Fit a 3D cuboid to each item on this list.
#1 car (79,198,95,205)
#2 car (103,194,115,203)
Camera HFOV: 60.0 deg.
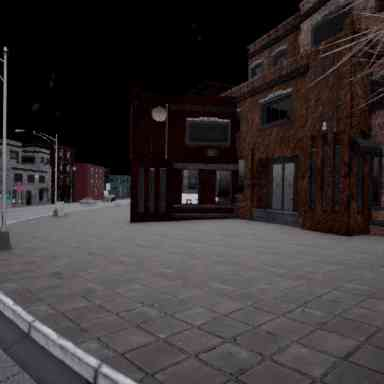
[{"bbox_3d":[-20.771,1.855,65.945,1.895,1.301,4.718,1,0,-1],"label":"car"},{"bbox_3d":[-20.939,1.611,84.374,2.150,2.045,5.566,1,0,-1],"label":"car"}]
